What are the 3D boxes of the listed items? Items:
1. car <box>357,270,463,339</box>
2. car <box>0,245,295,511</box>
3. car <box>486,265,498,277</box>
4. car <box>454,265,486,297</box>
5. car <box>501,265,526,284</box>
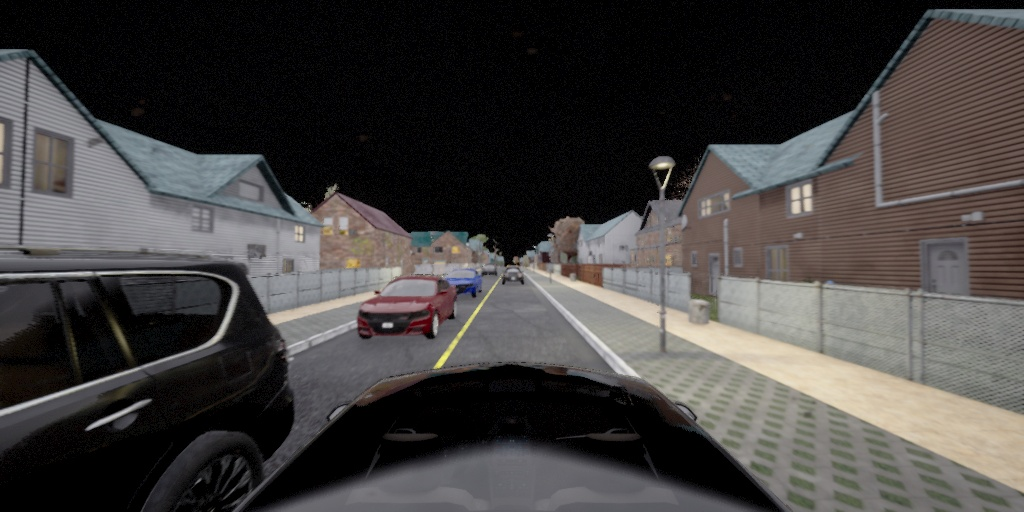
[{"bbox_3d":[-2.836,1.337,10.685,1.882,1.535,5.008,0,-1,0],"label":"car"},{"bbox_3d":[-2.849,0.960,0.642,2.150,2.045,5.566,0,-1,0],"label":"car"},{"bbox_3d":[-2.843,1.824,45.426,1.882,1.535,5.008,0,-1,0],"label":"car"},{"bbox_3d":[-2.802,1.470,20.826,1.882,1.535,5.008,0,-1,1],"label":"car"},{"bbox_3d":[0.099,1.662,31.202,1.812,1.442,4.674,0,-1,0],"label":"car"}]
